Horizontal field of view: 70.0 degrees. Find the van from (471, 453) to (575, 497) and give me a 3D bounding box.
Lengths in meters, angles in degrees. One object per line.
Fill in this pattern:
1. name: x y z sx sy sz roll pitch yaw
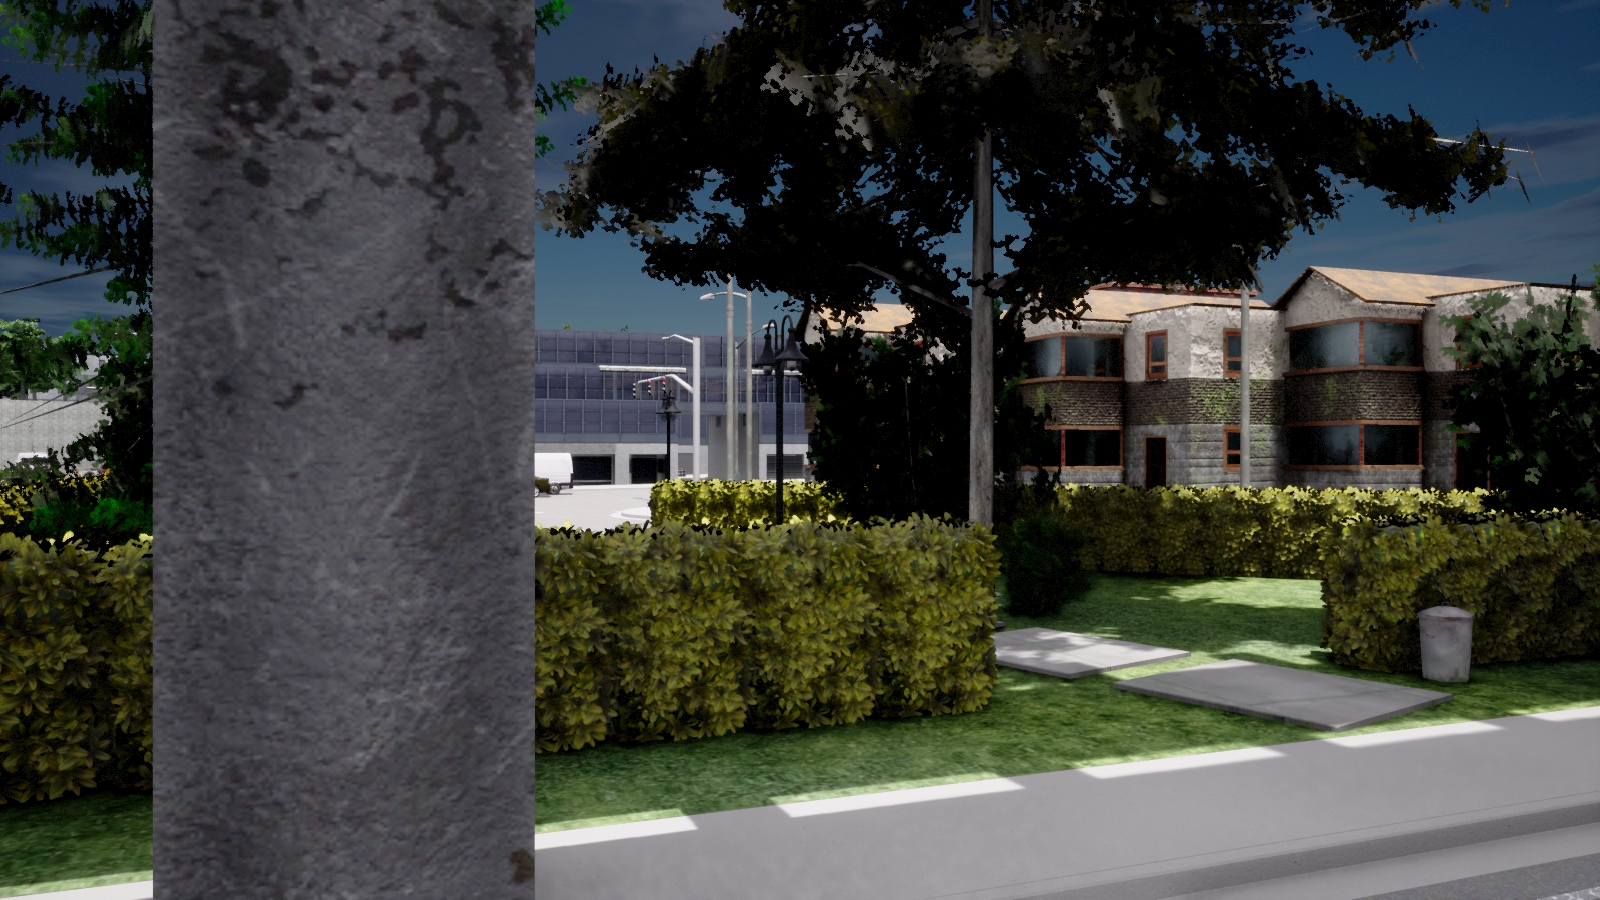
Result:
1. van: -16.822 1.478 69.483 5.915 2.561 1.988 0 0 -21
